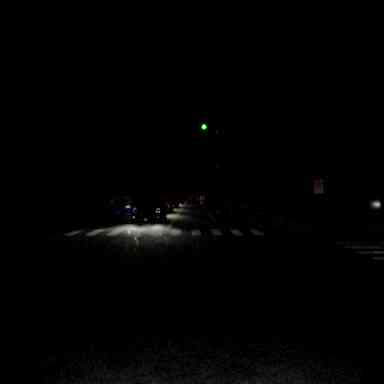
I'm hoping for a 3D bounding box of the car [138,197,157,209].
[{"bbox_3d":[-5.659,1.354,42.510,1.802,1.307,4.206,0,0,0],"label":"car"}]

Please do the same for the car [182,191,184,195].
[{"bbox_3d":[-2.804,1.058,54.500,2.097,1.767,4.553,0,0,1],"label":"car"}]

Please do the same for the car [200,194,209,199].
[{"bbox_3d":[3.026,1.112,82.165,1.947,1.339,4.313,0,0,0],"label":"car"}]

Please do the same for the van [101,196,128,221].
[{"bbox_3d":[-5.727,1.203,25.504,1.690,1.788,3.998,0,0,0],"label":"van"}]

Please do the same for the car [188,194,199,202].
[{"bbox_3d":[0.301,1.202,66.260,1.994,1.385,4.181,0,0,0],"label":"car"}]

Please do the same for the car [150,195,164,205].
[{"bbox_3d":[-5.614,1.236,53.676,1.752,1.417,4.829,0,0,0],"label":"car"}]

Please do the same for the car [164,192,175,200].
[{"bbox_3d":[-5.500,0.862,82.186,2.192,1.841,5.009,0,0,0],"label":"car"}]

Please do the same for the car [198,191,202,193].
[{"bbox_3d":[2.666,1.064,71.658,1.801,1.575,5.366,0,0,0],"label":"car"}]

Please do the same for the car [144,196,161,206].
[{"bbox_3d":[-5.636,1.307,48.178,1.947,1.339,4.313,0,0,0],"label":"car"}]

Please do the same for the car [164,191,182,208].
[{"bbox_3d":[-2.887,0.983,44.273,2.150,2.045,5.566,0,0,1],"label":"car"}]

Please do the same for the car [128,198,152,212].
[{"bbox_3d":[-5.681,1.368,36.842,1.947,1.339,4.313,0,0,0],"label":"car"}]

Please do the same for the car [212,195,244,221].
[{"bbox_3d":[2.799,1.301,25.473,1.967,1.590,4.097,0,0,0],"label":"car"}]

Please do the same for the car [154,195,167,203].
[{"bbox_3d":[-5.591,1.244,59.514,1.947,1.339,4.313,0,0,0],"label":"car"}]

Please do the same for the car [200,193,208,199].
[{"bbox_3d":[3.048,1.079,87.834,1.947,1.339,4.313,0,0,0],"label":"car"}]

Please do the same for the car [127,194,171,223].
[{"bbox_3d":[-3.014,1.220,24.209,2.097,1.767,4.553,0,0,2],"label":"car"}]

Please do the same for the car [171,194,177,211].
[{"bbox_3d":[-2.932,1.294,34.147,1.882,1.535,5.008,0,0,0],"label":"car"}]

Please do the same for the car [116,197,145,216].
[{"bbox_3d":[-5.704,1.272,31.173,1.967,1.590,4.097,0,0,0],"label":"car"}]

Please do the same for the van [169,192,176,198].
[{"bbox_3d":[-5.455,0.823,93.522,1.690,1.788,3.998,0,0,0],"label":"van"}]

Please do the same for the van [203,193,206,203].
[{"bbox_3d":[2.889,1.081,48.149,1.690,1.788,3.998,0,0,0],"label":"van"}]

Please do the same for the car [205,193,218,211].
[{"bbox_3d":[2.844,1.241,36.811,1.967,1.590,4.097,0,0,0],"label":"car"}]

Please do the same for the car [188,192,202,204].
[{"bbox_3d":[0.343,1.223,55.937,1.812,1.442,4.674,0,0,0],"label":"car"}]
